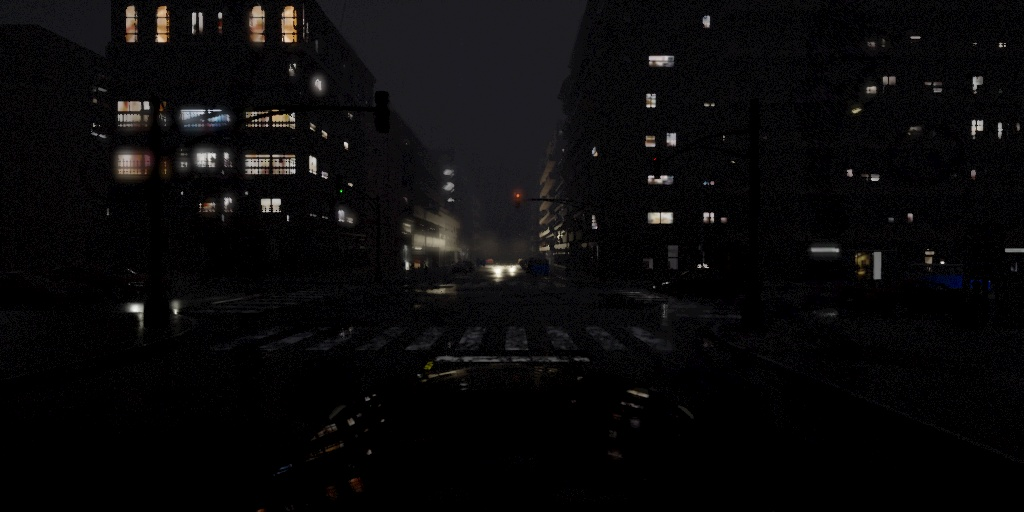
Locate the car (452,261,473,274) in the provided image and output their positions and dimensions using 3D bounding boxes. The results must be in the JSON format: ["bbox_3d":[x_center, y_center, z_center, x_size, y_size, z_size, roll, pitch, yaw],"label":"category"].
[{"bbox_3d":[-5.910,1.358,41.512,1.802,1.307,4.207,0,0,0],"label":"car"}]

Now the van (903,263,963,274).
[{"bbox_3d":[26.060,1.343,21.597,3.998,1.789,1.690,0,0,0],"label":"van"}]

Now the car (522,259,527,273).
[{"bbox_3d":[2.657,1.091,41.478,2.192,1.841,5.009,0,0,0],"label":"car"}]

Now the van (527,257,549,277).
[{"bbox_3d":[2.755,1.109,35.981,1.690,1.789,3.998,0,0,0],"label":"van"}]

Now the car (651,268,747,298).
[{"bbox_3d":[9.830,1.378,18.940,4.674,1.442,1.812,1,0,-1],"label":"car"}]

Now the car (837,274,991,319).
[{"bbox_3d":[14.690,1.498,13.228,4.507,1.381,1.888,0,0,0],"label":"car"}]

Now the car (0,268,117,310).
[{"bbox_3d":[-17.763,1.215,13.228,4.207,1.307,1.802,0,0,0],"label":"car"}]

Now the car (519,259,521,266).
[{"bbox_3d":[2.584,1.252,58.039,1.967,1.591,4.097,0,0,0],"label":"car"}]

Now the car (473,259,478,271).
[{"bbox_3d":[-5.920,1.352,47.034,1.948,1.339,4.313,0,0,0],"label":"car"}]

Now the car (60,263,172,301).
[{"bbox_3d":[-18.015,1.086,15.809,5.008,1.535,1.882,1,0,0],"label":"car"}]
